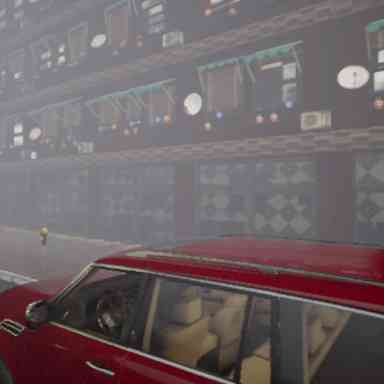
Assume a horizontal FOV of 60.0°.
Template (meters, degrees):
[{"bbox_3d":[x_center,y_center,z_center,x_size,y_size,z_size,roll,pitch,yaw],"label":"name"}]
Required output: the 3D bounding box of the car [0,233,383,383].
[{"bbox_3d":[0.051,1.312,2.836,5.009,1.841,2.192,0,0,35],"label":"car"}]
